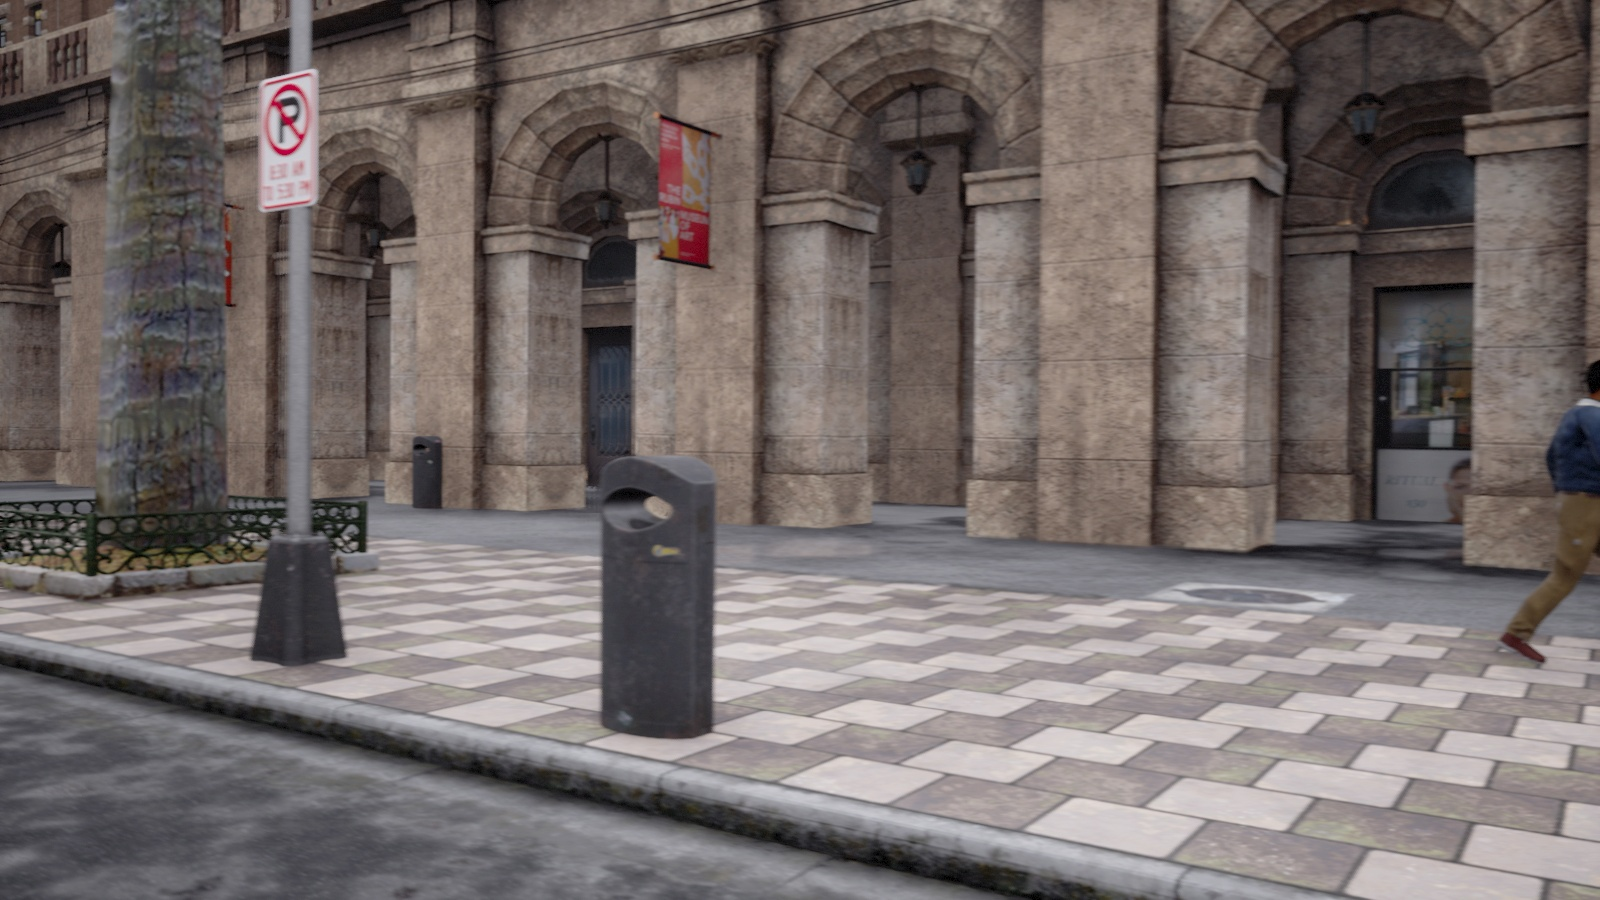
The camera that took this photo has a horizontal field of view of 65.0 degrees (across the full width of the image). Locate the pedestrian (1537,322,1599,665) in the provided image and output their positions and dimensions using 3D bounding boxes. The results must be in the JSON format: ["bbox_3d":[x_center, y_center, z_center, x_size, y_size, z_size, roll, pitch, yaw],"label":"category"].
[{"bbox_3d":[4.748,0.246,7.279,0.788,1.949,0.423,0,1,26],"label":"pedestrian"}]
